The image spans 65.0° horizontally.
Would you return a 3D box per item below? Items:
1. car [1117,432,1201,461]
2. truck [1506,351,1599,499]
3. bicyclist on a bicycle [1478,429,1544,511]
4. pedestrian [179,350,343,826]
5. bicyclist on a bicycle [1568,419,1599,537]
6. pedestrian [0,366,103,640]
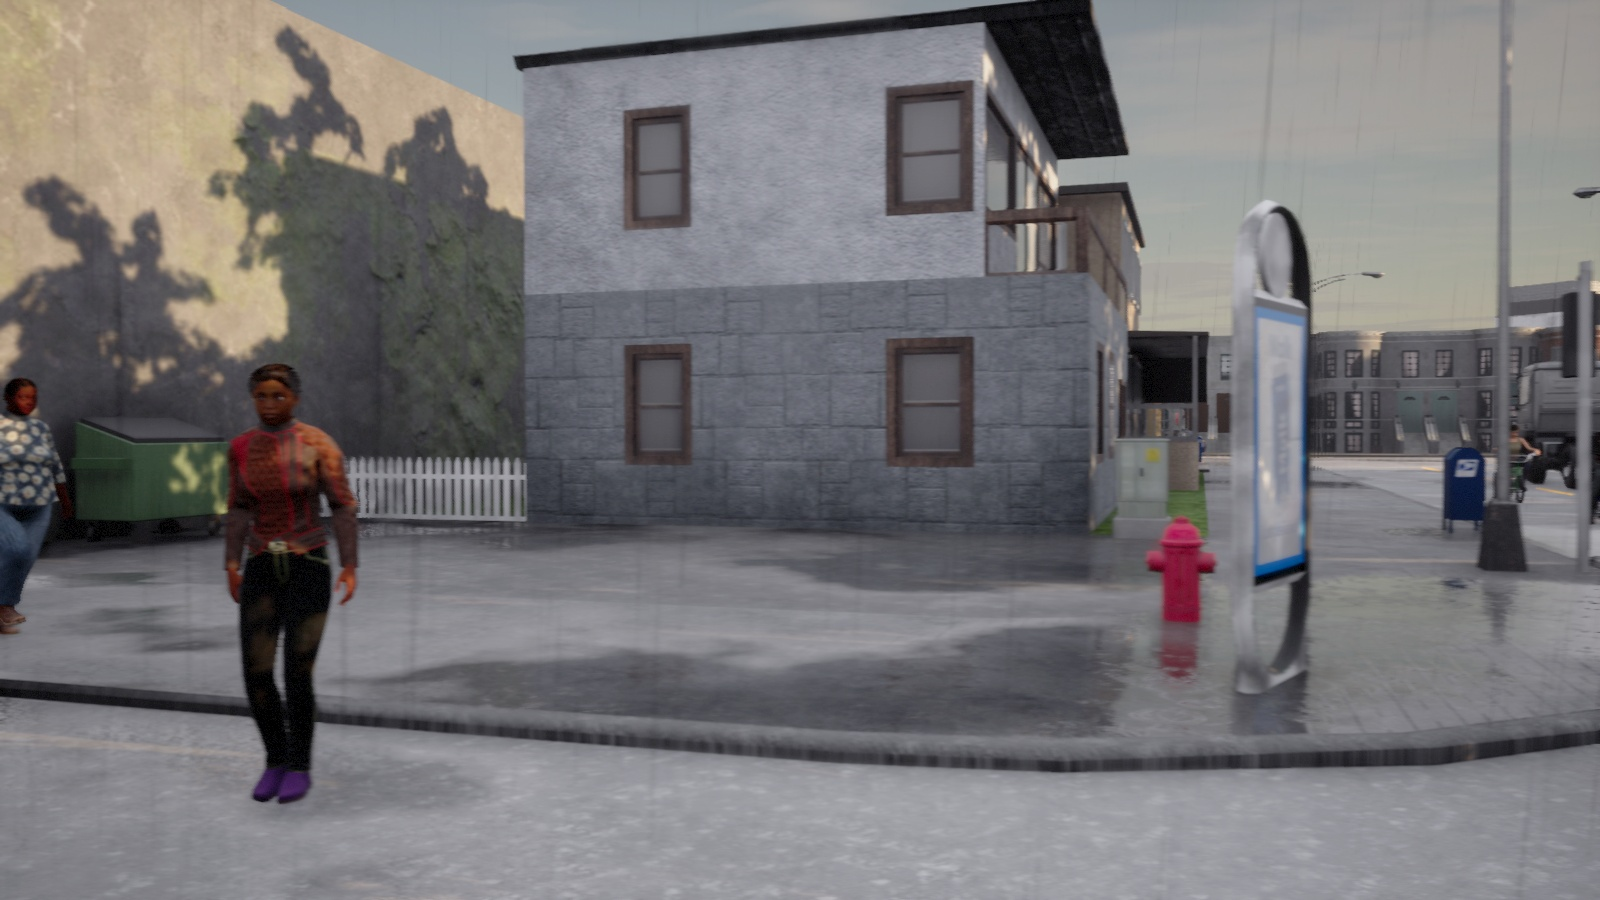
[{"bbox_3d":[19.056,-0.226,66.571,4.193,1.474,1.816,1,1,19],"label":"car"},{"bbox_3d":[21.001,-0.624,32.756,2.891,3.462,7.936,1,1,18],"label":"truck"},{"bbox_3d":[14.590,0.384,25.810,0.866,1.612,1.509,1,1,18],"label":"bicyclist on a bicycle"},{"bbox_3d":[-2.198,0.518,5.191,0.328,1.805,0.869,0,1,-2],"label":"pedestrian"},{"bbox_3d":[12.622,0.417,19.588,0.659,1.776,1.843,1,1,18],"label":"bicyclist on a bicycle"},{"bbox_3d":[-5.676,0.351,8.971,0.900,1.855,0.874,1,1,30],"label":"pedestrian"}]
